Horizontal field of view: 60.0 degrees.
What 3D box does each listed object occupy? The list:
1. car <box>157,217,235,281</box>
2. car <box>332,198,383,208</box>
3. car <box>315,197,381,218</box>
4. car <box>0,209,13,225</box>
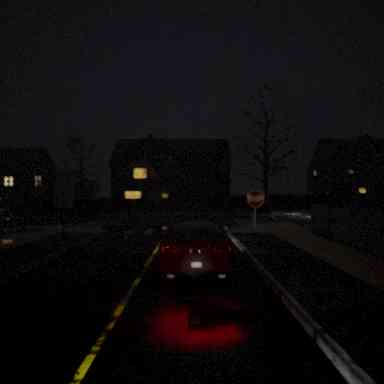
[{"bbox_3d":[0.100,1.467,9.883,1.882,1.535,5.008,0,0,0],"label":"car"},{"bbox_3d":[12.432,1.166,23.391,4.892,1.490,1.837,-1,0,1],"label":"car"},{"bbox_3d":[12.181,1.188,26.188,4.181,1.385,1.994,-1,1,0],"label":"car"},{"bbox_3d":[-15.587,1.541,23.206,5.566,2.045,2.150,-1,1,0],"label":"car"}]
